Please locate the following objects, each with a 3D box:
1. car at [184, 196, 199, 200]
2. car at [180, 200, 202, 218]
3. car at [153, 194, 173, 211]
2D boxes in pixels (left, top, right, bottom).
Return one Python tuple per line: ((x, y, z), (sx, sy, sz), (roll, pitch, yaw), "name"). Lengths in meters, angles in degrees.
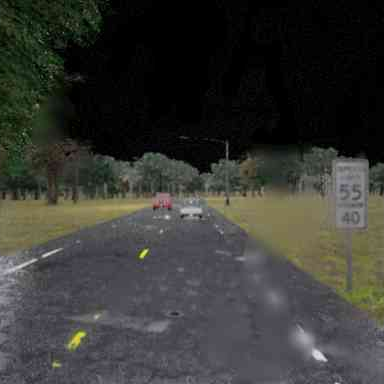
((-0.077, 1.357, 46.060), (2.097, 1.767, 4.553), (0, 0, 0), "car")
((-0.063, 1.664, 30.452), (1.895, 1.301, 4.718), (0, 0, 0), "car")
((-3.640, 1.235, 41.949), (2.150, 2.045, 5.566), (0, 0, 0), "car")
